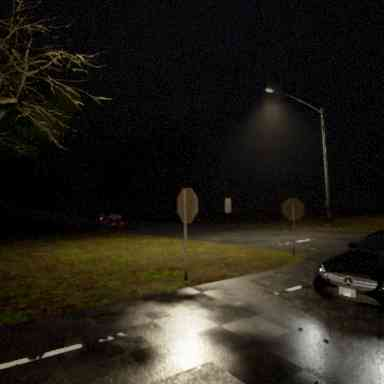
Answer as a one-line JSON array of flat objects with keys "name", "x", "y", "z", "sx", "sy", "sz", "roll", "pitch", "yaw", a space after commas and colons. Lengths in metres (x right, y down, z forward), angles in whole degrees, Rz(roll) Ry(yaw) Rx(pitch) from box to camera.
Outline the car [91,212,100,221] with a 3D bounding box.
[{"name": "car", "x": -17.013, "y": 4.502, "z": 60.775, "sx": 1.837, "sy": 1.490, "sz": 4.892, "roll": -1, "pitch": -1, "yaw": -34}]

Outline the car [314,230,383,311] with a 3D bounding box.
[{"name": "car", "x": 4.628, "y": 1.549, "z": 7.209, "sx": 4.674, "sy": 1.442, "sz": 1.812, "roll": 1, "pitch": -1, "yaw": -36}]

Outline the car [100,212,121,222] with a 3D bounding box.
[{"name": "car", "x": -13.297, "y": 4.256, "z": 55.413, "sx": 1.812, "sy": 1.442, "sz": 4.674, "roll": -1, "pitch": -2, "yaw": -34}]
